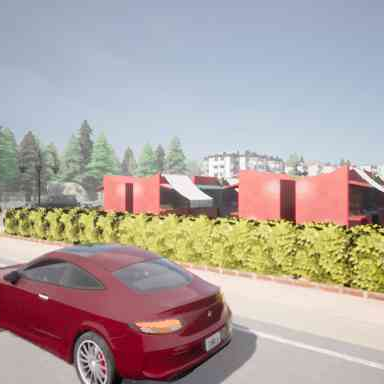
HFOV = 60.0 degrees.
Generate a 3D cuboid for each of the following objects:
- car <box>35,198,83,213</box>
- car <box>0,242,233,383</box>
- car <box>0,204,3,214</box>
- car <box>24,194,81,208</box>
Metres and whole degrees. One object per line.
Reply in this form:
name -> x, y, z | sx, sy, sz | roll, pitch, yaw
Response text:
car -> -15.463, 1.530, 38.895 | 1.882, 1.535, 5.008 | 0, 0, 36
car -> -1.617, 1.525, 5.146 | 4.674, 1.442, 1.812 | 0, 0, 36
car -> -20.730, 1.404, 31.692 | 2.097, 1.767, 4.553 | 0, 0, 36
car -> -14.459, 1.274, 34.344 | 2.150, 2.045, 5.566 | 0, 0, 36
